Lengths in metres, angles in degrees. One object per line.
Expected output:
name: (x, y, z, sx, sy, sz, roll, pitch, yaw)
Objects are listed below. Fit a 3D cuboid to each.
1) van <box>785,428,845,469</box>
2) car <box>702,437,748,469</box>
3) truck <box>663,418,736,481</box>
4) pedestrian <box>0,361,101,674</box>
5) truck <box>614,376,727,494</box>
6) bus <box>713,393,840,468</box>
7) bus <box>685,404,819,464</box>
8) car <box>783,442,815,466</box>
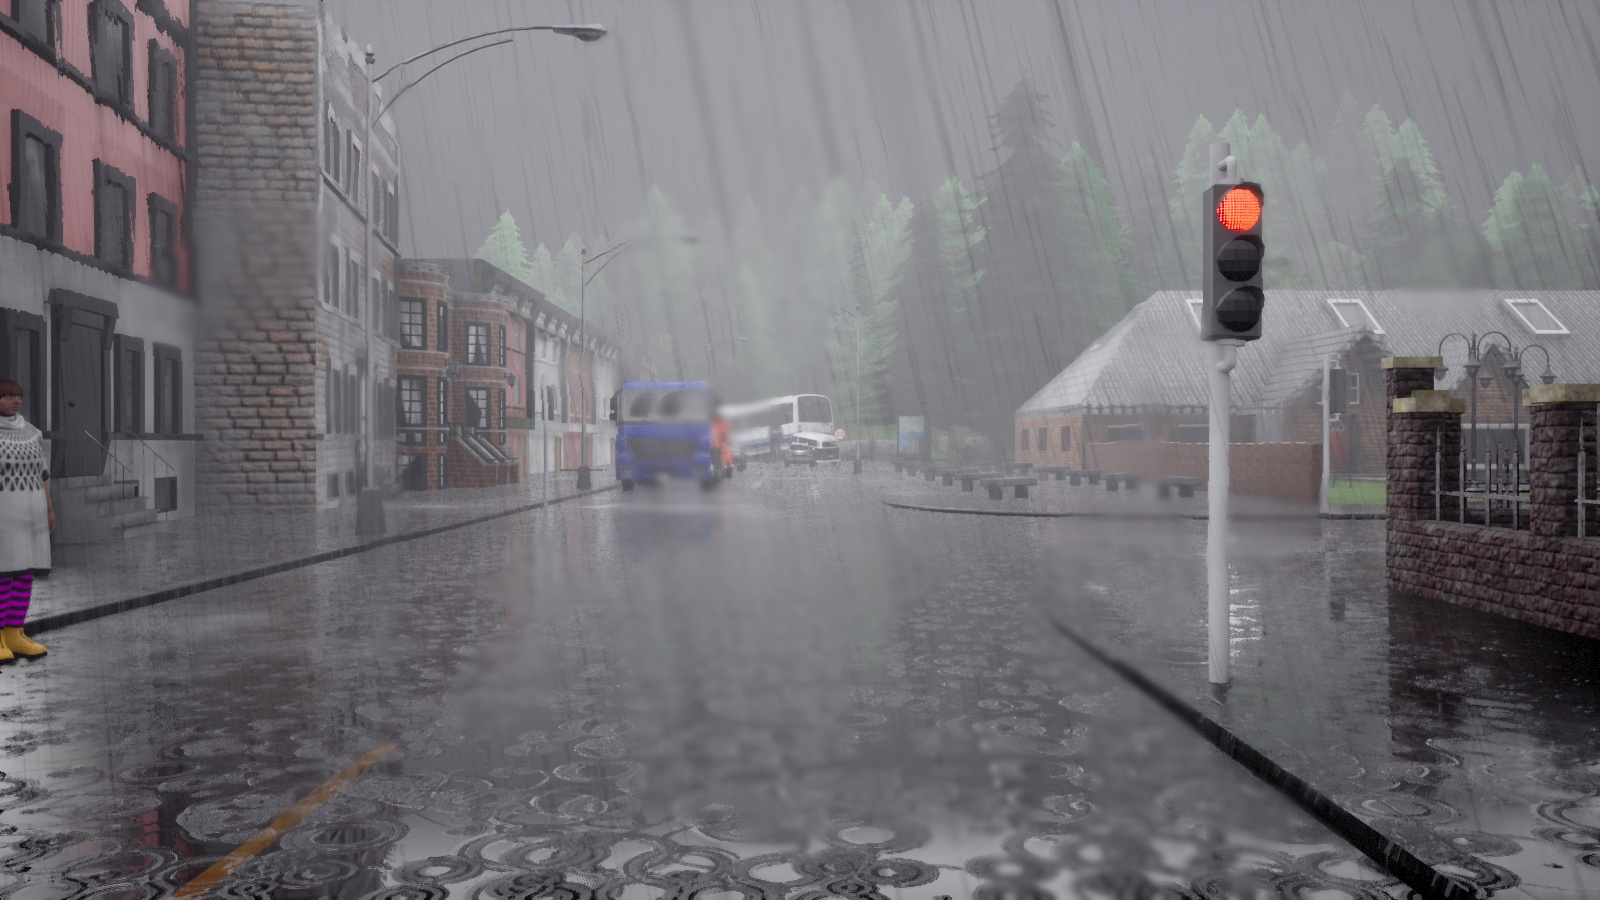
van: (0.968, -0.113, 83.437, 2.069, 2.038, 4.480, -5, 9, -29)
car: (-4.042, 0.136, 68.438, 2.152, 1.651, 5.027, 0, 0, 0)
truck: (-4.061, -0.035, 51.564, 2.627, 2.467, 5.204, 0, 0, 0)
pedestrian: (-5.228, 0.420, 8.297, 0.873, 1.952, 0.659, 0, 0, 21)
truck: (-4.047, -0.470, 41.022, 2.891, 3.462, 7.936, 0, 0, 0)
bus: (-1.850, -1.269, 90.412, 3.944, 4.253, 10.273, 0, -5, -34)
bus: (-3.623, -1.173, 97.557, 10.273, 4.253, 3.944, 0, -2, -45)
car: (-0.034, 0.264, 79.399, 1.970, 1.475, 3.806, 0, 0, 0)
